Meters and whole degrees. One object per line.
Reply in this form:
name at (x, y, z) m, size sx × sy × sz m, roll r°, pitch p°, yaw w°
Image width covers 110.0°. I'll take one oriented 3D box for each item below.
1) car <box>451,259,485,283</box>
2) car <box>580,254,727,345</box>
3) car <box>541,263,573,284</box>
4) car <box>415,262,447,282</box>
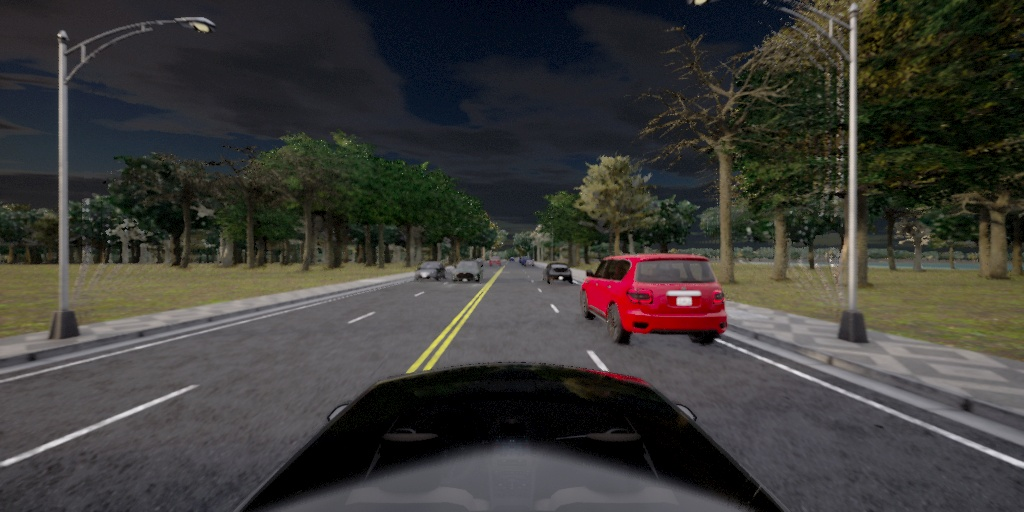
car at (-3.341, 1.108, 27.650) m, size 2.097 × 1.767 × 4.553 m, roll 0°, pitch 0°, yaw 0°
car at (3.352, 0.971, 9.656) m, size 2.150 × 2.045 × 5.566 m, roll 0°, pitch 0°, yaw 0°
car at (3.354, 1.260, 26.941) m, size 1.837 × 1.490 × 4.892 m, roll 0°, pitch 0°, yaw 0°
car at (-6.589, 1.249, 29.511) m, size 2.128 × 1.511 × 4.902 m, roll 0°, pitch 0°, yaw 0°
